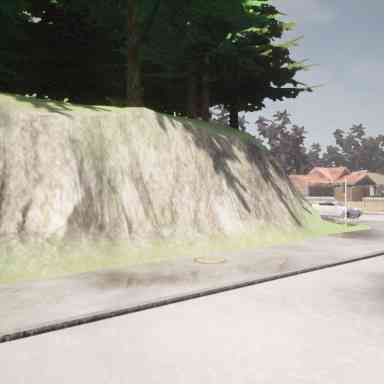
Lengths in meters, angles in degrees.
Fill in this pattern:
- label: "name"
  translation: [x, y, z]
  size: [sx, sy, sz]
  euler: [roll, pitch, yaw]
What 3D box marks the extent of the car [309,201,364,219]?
- label: "car"
  translation: [12.675, 1.526, 29.478]
  size: [1.812, 1.442, 4.674]
  euler: [0, 0, -36]
